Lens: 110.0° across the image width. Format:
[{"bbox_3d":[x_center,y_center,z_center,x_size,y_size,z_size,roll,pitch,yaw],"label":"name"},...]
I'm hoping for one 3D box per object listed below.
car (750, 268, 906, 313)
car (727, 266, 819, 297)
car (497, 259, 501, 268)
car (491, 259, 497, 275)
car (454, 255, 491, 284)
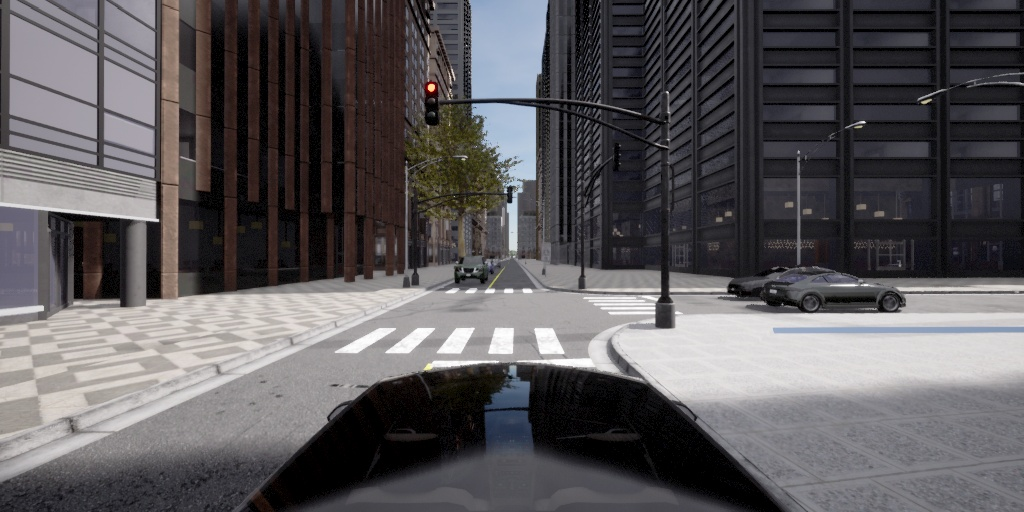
[{"bbox_3d":[11.556,1.257,13.104,4.181,1.385,1.994,0,0,0],"label":"car"},{"bbox_3d":[12.405,1.203,16.205,4.892,1.490,1.837,-1,0,0],"label":"car"},{"bbox_3d":[-2.853,1.304,60.623,2.128,1.511,4.902,0,0,1],"label":"car"},{"bbox_3d":[-2.990,1.289,40.238,1.812,1.442,4.674,0,0,0],"label":"car"},{"bbox_3d":[-3.027,0.975,27.647,2.150,2.045,5.566,0,0,0],"label":"car"}]
